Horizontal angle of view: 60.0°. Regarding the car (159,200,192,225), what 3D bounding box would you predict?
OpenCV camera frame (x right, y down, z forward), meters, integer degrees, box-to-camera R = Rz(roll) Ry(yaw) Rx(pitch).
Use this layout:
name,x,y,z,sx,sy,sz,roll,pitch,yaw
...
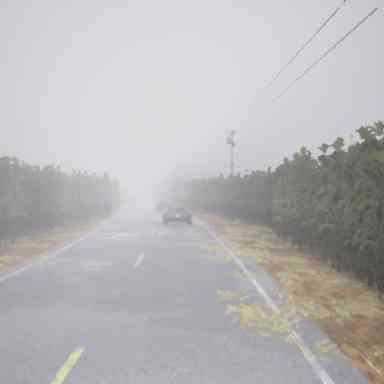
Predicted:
name,x,y,z,sx,sy,sz,roll,pitch,yaw
car,-1.152,1.534,24.081,1.994,1.385,4.181,0,0,-6

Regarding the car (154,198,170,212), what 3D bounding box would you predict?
name,x,y,z,sx,sy,sz,roll,pitch,yaw
car,-3.275,1.456,38.696,1.837,1.490,4.892,0,0,-9
